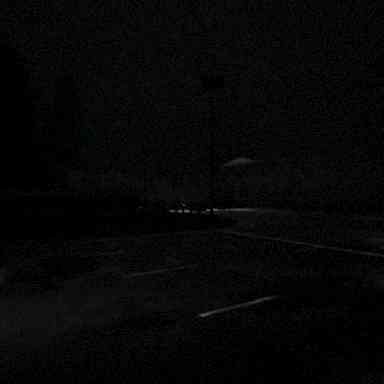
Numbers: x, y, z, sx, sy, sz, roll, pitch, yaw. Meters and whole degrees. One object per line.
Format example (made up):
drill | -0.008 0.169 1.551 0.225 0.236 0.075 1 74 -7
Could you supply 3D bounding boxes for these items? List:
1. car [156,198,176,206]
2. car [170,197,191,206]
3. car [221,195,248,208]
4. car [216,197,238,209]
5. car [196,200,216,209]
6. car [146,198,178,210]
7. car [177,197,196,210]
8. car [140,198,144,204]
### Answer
car | -5.158 1.953 65.742 1.895 1.301 4.718 1 0 -35
car | -2.401 1.866 67.924 1.882 1.535 5.008 1 0 -36
car | 6.778 1.605 55.098 2.150 2.045 5.566 1 0 -36
car | 4.443 1.952 52.342 1.895 1.301 4.718 1 0 -36
car | 1.160 1.879 50.912 1.994 1.385 4.181 1 0 -36
car | -4.375 1.844 46.606 1.895 1.301 4.718 1 0 -36
car | -1.910 1.784 49.180 1.837 1.490 4.892 1 0 -36
car | -11.222 1.843 62.130 1.994 1.385 4.181 1 0 -35
